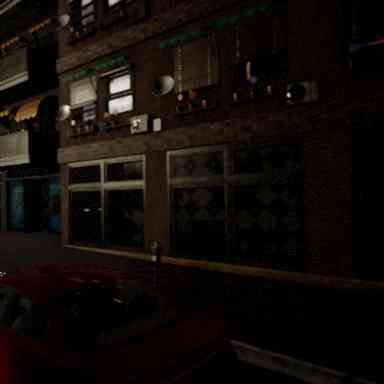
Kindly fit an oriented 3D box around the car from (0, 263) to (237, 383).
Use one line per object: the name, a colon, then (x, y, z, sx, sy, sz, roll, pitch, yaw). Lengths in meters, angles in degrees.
car: (-1.669, 1.542, 3.934, 4.507, 1.381, 1.887, 0, -1, 36)
